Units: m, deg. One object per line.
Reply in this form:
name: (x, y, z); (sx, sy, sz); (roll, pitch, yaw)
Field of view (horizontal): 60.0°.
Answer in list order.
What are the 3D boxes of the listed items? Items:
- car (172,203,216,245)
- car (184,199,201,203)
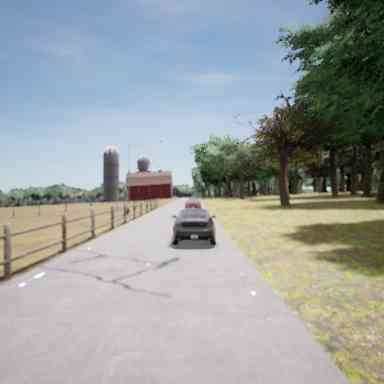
car: (0.098, 1.516, 15.732); (1.837, 1.490, 4.892); (0, 1, 0)
car: (0.111, 1.515, 38.291); (1.812, 1.442, 4.674); (0, 0, 0)
